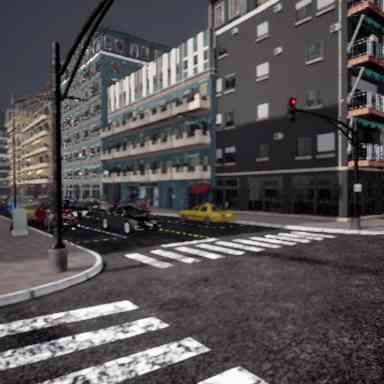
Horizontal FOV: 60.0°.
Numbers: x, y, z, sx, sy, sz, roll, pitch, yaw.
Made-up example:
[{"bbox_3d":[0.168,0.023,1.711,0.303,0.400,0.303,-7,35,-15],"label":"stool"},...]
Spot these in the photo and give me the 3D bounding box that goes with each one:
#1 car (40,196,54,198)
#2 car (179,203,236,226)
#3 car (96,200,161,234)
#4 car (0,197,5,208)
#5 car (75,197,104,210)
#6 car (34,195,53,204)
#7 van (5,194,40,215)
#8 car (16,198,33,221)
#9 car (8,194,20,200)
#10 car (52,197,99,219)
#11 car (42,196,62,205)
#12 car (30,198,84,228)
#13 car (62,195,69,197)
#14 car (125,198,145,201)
[{"bbox_3d":[-16.126,1.446,35.566,2.033,1.411,5.357,-1,1,-37],"label":"car"},{"bbox_3d":[0.917,1.429,22.848,1.752,1.417,4.829,-1,1,-37],"label":"car"},{"bbox_3d":[-3.601,1.476,19.226,1.837,1.490,4.892,-1,1,-37],"label":"car"},{"bbox_3d":[-25.840,1.326,43.960,1.967,1.590,4.097,-1,1,-37],"label":"car"},{"bbox_3d":[-12.453,1.377,40.278,2.008,1.369,4.403,-1,1,-37],"label":"car"},{"bbox_3d":[-25.927,1.305,57.843,2.008,1.369,4.403,-1,1,-37],"label":"car"},{"bbox_3d":[-15.736,1.283,30.785,1.690,1.788,3.998,-1,1,-37],"label":"van"},{"bbox_3d":[-12.262,1.487,26.261,1.752,1.417,4.829,-1,1,-37],"label":"car"},{"bbox_3d":[-42.768,1.217,79.799,1.887,1.381,4.507,-1,1,-37],"label":"car"},{"bbox_3d":[-9.639,1.427,27.097,2.128,1.511,4.902,-1,1,-37],"label":"car"},{"bbox_3d":[-22.558,1.337,53.451,1.947,1.339,4.313,-1,1,-37],"label":"car"},{"bbox_3d":[-8.999,1.421,22.005,1.967,1.590,4.097,-1,1,-37],"label":"car"},{"bbox_3d":[-19.191,1.230,49.059,1.967,1.590,4.097,-1,1,-37],"label":"car"},{"bbox_3d":[-5.717,1.305,31.494,1.967,1.590,4.097,-1,1,-37],"label":"car"}]
